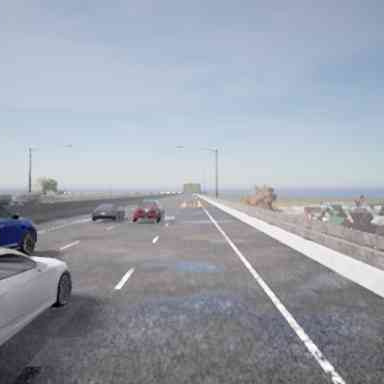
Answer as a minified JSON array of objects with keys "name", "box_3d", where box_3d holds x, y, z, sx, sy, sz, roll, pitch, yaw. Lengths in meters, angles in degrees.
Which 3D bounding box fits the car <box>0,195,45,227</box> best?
[{"name":"car","box_3d":[-6.905,1.251,10.181,2.150,2.045,5.566,0,0,0]}]

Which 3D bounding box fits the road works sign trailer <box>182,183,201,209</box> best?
[{"name":"road works sign trailer","box_3d":[-0.021,0.580,46.525,2.380,3.560,2.880,0,0,0]}]

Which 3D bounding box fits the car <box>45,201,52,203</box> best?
[{"name":"car","box_3d":[-17.604,1.699,38.863,1.895,1.301,4.718,0,0,0]}]

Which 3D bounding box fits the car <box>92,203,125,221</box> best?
[{"name":"car","box_3d":[-6.913,1.639,27.877,1.994,1.385,4.181,0,0,0]}]

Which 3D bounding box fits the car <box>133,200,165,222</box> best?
[{"name":"car","box_3d":[-3.413,1.425,27.122,2.097,1.767,4.553,0,0,0]}]

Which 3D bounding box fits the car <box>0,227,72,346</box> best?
[{"name":"car","box_3d":[-3.403,1.541,5.010,1.812,1.442,4.674,0,0,0]}]
